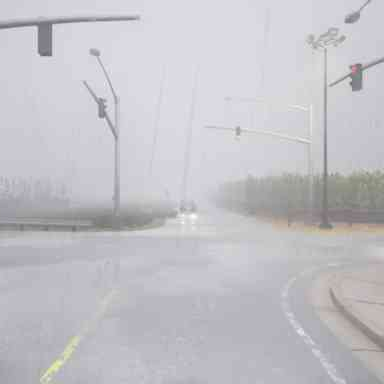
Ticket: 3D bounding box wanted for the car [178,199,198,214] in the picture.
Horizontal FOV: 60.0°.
[{"bbox_3d":[-0.466,1.519,36.045,2.128,1.511,4.902,0,1,-3],"label":"car"}]
